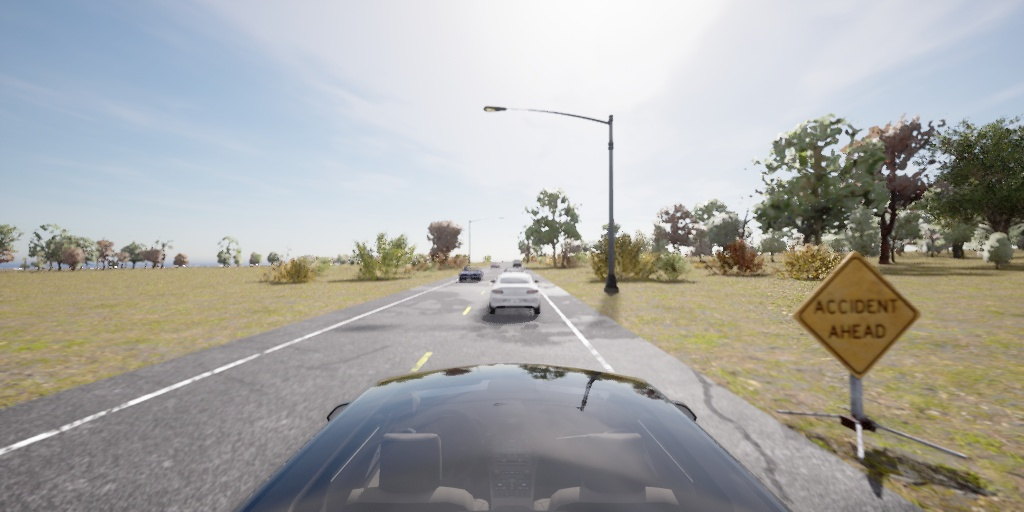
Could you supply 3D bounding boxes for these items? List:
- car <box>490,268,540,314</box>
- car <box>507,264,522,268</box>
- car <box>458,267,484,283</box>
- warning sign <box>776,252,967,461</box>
[{"bbox_3d":[0.116,1.391,14.363,1.812,1.442,4.674,0,-1,0],"label":"car"},{"bbox_3d":[0.148,1.617,31.421,1.895,1.301,4.718,0,0,0],"label":"car"},{"bbox_3d":[-3.548,1.620,31.743,1.895,1.301,4.718,0,-1,0],"label":"car"},{"bbox_3d":[3.551,0.884,3.682,1.300,1.860,1.060,0,0,0],"label":"warning sign"}]
